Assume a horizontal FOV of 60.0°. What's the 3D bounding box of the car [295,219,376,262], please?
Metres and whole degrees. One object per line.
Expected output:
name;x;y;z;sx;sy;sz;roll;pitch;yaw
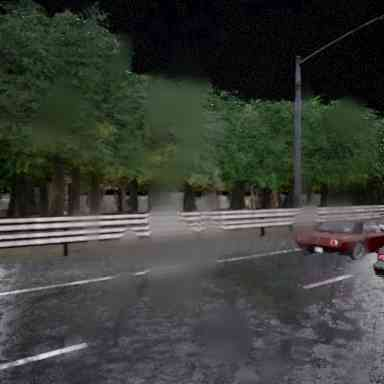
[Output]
car;6.103;1.669;12.472;4.718;1.301;1.895;0;0;-35

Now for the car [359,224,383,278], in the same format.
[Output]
car;6.873;1.606;8.744;5.357;1.411;2.033;0;0;-35
